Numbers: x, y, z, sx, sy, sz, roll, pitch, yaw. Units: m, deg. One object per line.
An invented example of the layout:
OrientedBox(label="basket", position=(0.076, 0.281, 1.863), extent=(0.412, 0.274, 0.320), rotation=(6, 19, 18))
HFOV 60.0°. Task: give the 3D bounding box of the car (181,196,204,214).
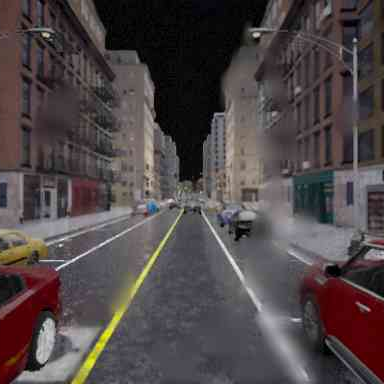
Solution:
OrientedBox(label="car", position=(0.068, 1.793, 41.962), extent=(2.097, 1.767, 4.553), rotation=(0, 0, 0))

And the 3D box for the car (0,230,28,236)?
OrientedBox(label="car", position=(-5.400, 1.616, 8.515), extent=(1.752, 1.417, 4.829), rotation=(0, -1, 0))

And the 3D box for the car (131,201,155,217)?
OrientedBox(label="car", position=(-5.395, 1.957, 35.714), extent=(1.802, 1.307, 4.206), rotation=(0, -1, 0))

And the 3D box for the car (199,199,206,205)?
OrientedBox(label="car", position=(2.631, 2.468, 84.489), extent=(1.802, 1.307, 4.206), rotation=(0, -1, 0))

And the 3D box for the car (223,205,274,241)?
OrientedBox(label="car", position=(3.013, 1.666, 17.900), extent=(1.882, 1.535, 5.008), rotation=(0, -1, 0))

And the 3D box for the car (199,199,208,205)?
OrientedBox(label="car", position=(2.631, 2.377, 78.808), extent=(2.008, 1.369, 4.403), rotation=(0, -1, 0))

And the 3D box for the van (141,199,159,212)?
OrientedBox(label="van", position=(-5.395, 1.772, 41.122), extent=(1.690, 1.788, 3.998), rotation=(0, -1, 0))

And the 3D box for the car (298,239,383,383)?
OrientedBox(label="car", position=(2.684, 1.351, 3.283), extent=(2.192, 1.841, 5.009), rotation=(0, -1, 0))

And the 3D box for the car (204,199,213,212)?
OrientedBox(label="car", position=(2.641, 2.015, 46.698), extent=(1.752, 1.417, 4.829), rotation=(0, -1, 0))

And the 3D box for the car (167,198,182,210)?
OrientedBox(label="car", position=(-2.765, 2.117, 54.298), extent=(2.033, 1.411, 5.357), rotation=(0, -1, 0))

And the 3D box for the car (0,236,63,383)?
OrientedBox(label="car", position=(-2.848, 1.510, 2.931), extent=(1.882, 1.535, 5.008), rotation=(0, -1, 0))

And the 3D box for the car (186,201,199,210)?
OrientedBox(label="car", position=(0.014, 2.123, 53.270), extent=(1.994, 1.385, 4.181), rotation=(0, -1, 0))

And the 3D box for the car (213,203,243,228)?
OrientedBox(label="car", position=(2.986, 1.614, 24.870), extent=(2.097, 1.767, 4.553), rotation=(0, -1, 0))

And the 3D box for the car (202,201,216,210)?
OrientedBox(label="car", position=(2.635, 2.096, 51.933), extent=(2.008, 1.369, 4.403), rotation=(0, -1, 0))
